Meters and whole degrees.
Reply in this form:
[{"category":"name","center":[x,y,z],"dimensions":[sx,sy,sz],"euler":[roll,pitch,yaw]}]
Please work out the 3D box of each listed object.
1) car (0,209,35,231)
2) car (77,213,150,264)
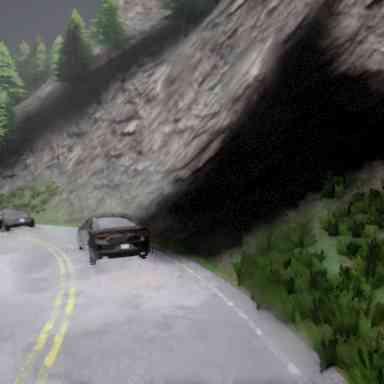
[{"category":"car","center":[-13.029,1.962,23.923],"dimensions":[4.181,1.385,1.994],"euler":[-3,2,42]},{"category":"car","center":[-3.061,1.518,12.268],"dimensions":[1.882,1.535,5.008],"euler":[-2,0,-25]}]
